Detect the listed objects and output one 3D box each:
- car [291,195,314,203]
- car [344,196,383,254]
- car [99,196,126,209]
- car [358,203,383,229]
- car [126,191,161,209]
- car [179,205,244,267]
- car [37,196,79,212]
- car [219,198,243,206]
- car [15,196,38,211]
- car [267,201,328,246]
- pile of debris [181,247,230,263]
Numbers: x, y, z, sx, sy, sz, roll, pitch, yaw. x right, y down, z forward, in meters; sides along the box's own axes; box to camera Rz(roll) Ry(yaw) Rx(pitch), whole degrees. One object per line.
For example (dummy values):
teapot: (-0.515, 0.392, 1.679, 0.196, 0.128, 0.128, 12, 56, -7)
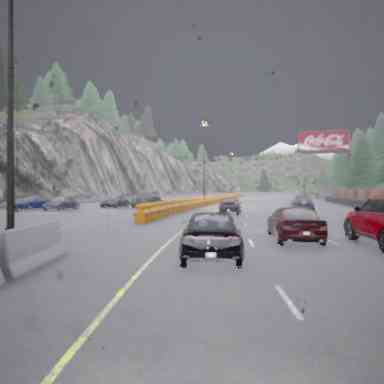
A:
car: (11.735, 1.134, 35.608, 2.097, 1.767, 4.553, 0, 0, 12)
car: (7.823, 1.153, 12.828, 2.150, 2.045, 5.566, 0, 0, 5)
car: (-9.076, 1.240, 39.828, 2.033, 1.411, 5.357, 0, 0, 13)
car: (12.412, 1.486, 21.233, 1.895, 1.301, 4.718, 0, 0, 9)
car: (-5.444, 0.927, 39.993, 2.150, 2.045, 5.566, 0, 0, 13)
car: (0.675, 1.413, 11.101, 2.128, 1.511, 4.902, 0, 0, 4)
car: (-13.676, 1.240, 34.965, 1.812, 1.442, 4.674, 0, 0, 12)
car: (3.624, 1.295, 31.139, 1.837, 1.490, 4.892, 0, 0, 12)
car: (-17.070, 1.176, 35.825, 1.882, 1.535, 5.008, 0, 0, 12)
car: (4.543, 1.385, 14.911, 1.882, 1.535, 5.008, 0, 0, 6)
pile of debris: (0.481, 2.097, 11.197, 1.500, 0.140, 1.860, 0, 0, 5)
